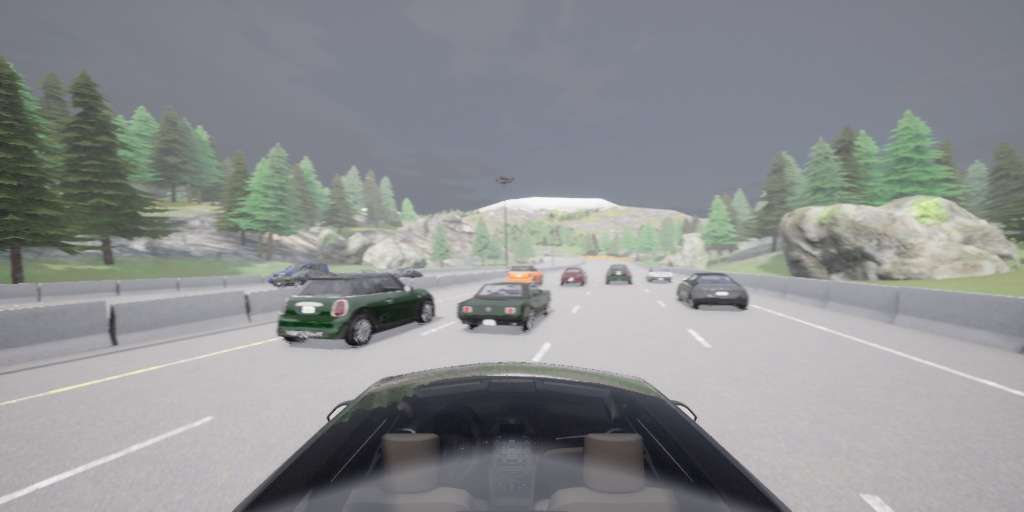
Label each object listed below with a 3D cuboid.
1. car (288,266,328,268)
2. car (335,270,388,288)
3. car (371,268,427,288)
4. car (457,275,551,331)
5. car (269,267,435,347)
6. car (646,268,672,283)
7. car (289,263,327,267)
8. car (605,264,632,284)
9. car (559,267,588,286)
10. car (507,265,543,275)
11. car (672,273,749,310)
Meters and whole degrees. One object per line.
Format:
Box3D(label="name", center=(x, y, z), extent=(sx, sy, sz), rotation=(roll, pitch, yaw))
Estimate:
Box3D(label="car", center=(-16.915, 1.854, 29.472), extent=(1.882, 1.535, 5.008), rotation=(-1, -1, 16))
Box3D(label="car", center=(-12.858, 1.924, 30.933), extent=(1.994, 1.385, 4.181), rotation=(-1, -1, 16))
Box3D(label="car", center=(-9.388, 1.802, 30.344), extent=(2.128, 1.511, 4.902), rotation=(-1, -1, 16))
Box3D(label="car", center=(0.019, 1.474, 11.555), extent=(1.895, 1.301, 4.718), rotation=(-1, -1, 16))
Box3D(label="car", center=(-4.019, 1.258, 10.167), extent=(2.097, 1.767, 4.553), rotation=(-1, -1, 16))
Box3D(label="car", center=(13.385, 1.725, 32.906), extent=(1.895, 1.301, 4.718), rotation=(-1, -1, 16))
Box3D(label="car", center=(-19.471, 1.702, 33.289), extent=(2.150, 2.045, 5.566), rotation=(-1, -1, 16))
Box3D(label="car", center=(9.201, 1.478, 31.008), extent=(2.097, 1.767, 4.553), rotation=(-1, -1, 16))
Box3D(label="car", center=(5.116, 1.661, 29.482), extent=(1.812, 1.442, 4.674), rotation=(-1, -1, 16))
Box3D(label="car", center=(1.096, 1.500, 28.101), extent=(2.097, 1.767, 4.553), rotation=(-1, -1, 16))
Box3D(label="car", center=(8.343, 1.391, 15.226), extent=(1.994, 1.385, 4.181), rotation=(-1, -1, 16))
